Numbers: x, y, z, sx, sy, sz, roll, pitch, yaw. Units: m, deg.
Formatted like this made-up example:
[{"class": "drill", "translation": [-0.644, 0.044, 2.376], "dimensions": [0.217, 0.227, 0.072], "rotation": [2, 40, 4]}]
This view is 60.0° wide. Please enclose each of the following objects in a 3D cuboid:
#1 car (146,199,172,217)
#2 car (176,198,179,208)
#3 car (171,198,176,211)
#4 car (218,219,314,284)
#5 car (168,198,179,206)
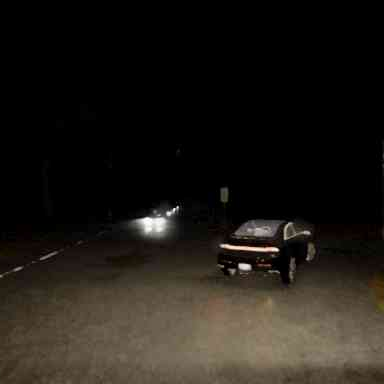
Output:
[{"class": "car", "translation": [-3.574, 1.717, 34.693], "dimensions": [2.128, 1.511, 4.902], "rotation": [0, 0, 0]}, {"class": "car", "translation": [-3.507, 1.938, 54.516], "dimensions": [1.994, 1.385, 4.181], "rotation": [0, 0, 0]}, {"class": "car", "translation": [-3.559, 1.860, 44.523], "dimensions": [1.994, 1.385, 4.181], "rotation": [0, 0, 0]}, {"class": "car", "translation": [2.389, 1.573, 10.036], "dimensions": [2.128, 1.511, 4.902], "rotation": [-1, -1, 28]}, {"class": "car", "translation": [-3.508, 1.967, 64.937], "dimensions": [1.837, 1.490, 4.892], "rotation": [0, 0, 0]}]
